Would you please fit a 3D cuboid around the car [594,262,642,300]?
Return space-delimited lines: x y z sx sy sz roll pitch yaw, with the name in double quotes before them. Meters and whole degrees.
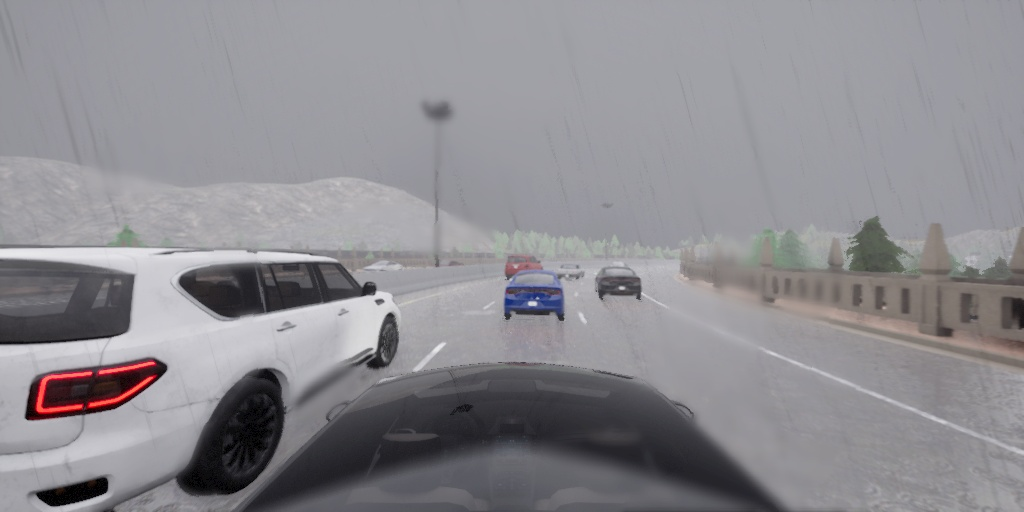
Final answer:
"car" 5.222 1.246 18.044 1.882 1.535 5.008 0 0 10

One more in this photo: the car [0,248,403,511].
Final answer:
"car" -3.264 0.948 4.639 2.150 2.045 5.566 0 0 1

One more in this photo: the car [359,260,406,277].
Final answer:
"car" -12.366 1.169 34.613 1.812 1.442 4.674 0 0 18

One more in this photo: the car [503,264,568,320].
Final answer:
"car" 0.878 1.224 12.791 1.882 1.535 5.008 0 0 7

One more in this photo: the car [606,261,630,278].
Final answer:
"car" 10.806 1.313 36.369 1.812 1.442 4.674 0 0 23

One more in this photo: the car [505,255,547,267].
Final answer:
"car" 1.068 0.953 30.283 2.150 2.045 5.566 0 0 17

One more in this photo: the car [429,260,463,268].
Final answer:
"car" -7.113 1.150 39.058 1.882 1.535 5.008 0 0 21

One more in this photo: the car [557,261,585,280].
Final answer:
"car" 5.285 1.353 31.851 1.895 1.301 4.718 1 0 19
